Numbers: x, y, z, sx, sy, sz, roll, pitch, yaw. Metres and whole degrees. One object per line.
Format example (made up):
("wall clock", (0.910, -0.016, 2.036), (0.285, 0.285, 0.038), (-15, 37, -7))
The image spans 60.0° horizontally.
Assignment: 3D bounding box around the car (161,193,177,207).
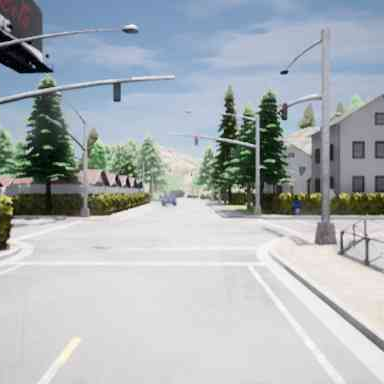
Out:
("car", (-3.595, 1.216, 52.694), (2.150, 2.045, 5.566), (0, 0, 0))
